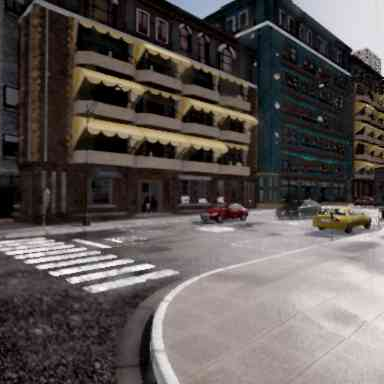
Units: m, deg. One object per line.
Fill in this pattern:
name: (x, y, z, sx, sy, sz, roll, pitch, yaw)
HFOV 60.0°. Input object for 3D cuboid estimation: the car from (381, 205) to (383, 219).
car: (16.282, 1.245, 25.818, 4.097, 1.590, 1.967, 0, 1, -43)

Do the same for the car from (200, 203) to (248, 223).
car: (2.435, 1.472, 24.245, 4.206, 1.307, 1.802, 0, 1, -43)

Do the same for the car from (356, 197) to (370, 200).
car: (22.544, 1.319, 43.300, 4.507, 1.381, 1.887, 0, 1, -43)

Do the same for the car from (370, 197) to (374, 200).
car: (24.206, 1.327, 41.198, 4.181, 1.385, 1.994, 0, 0, -43)

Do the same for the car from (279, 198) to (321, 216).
car: (10.356, 1.371, 31.750, 4.829, 1.417, 1.752, 0, 1, -43)

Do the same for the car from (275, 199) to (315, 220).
car: (8.515, 1.358, 26.453, 4.892, 1.490, 1.837, -1, 0, -43)

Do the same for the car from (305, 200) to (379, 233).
car: (8.361, 1.374, 18.315, 4.829, 1.417, 1.752, 0, 1, -43)
